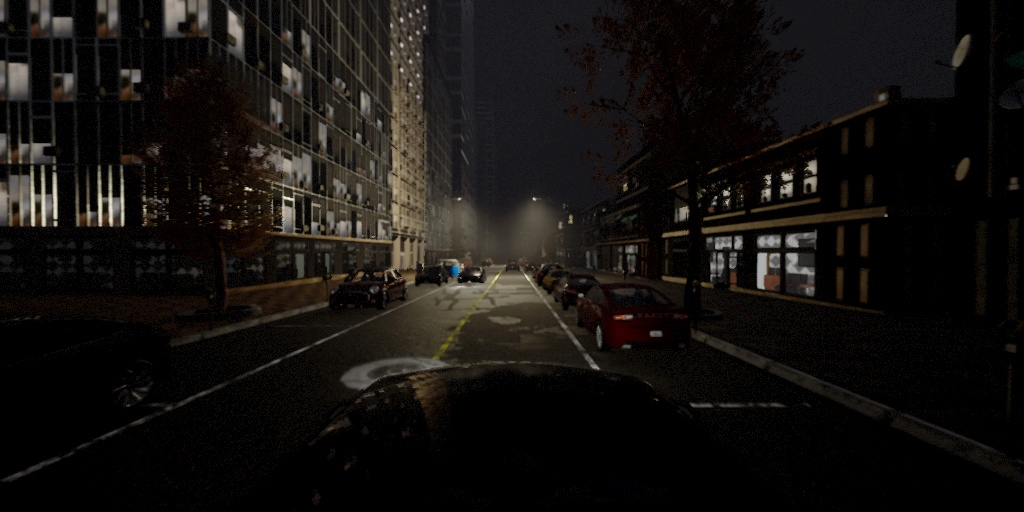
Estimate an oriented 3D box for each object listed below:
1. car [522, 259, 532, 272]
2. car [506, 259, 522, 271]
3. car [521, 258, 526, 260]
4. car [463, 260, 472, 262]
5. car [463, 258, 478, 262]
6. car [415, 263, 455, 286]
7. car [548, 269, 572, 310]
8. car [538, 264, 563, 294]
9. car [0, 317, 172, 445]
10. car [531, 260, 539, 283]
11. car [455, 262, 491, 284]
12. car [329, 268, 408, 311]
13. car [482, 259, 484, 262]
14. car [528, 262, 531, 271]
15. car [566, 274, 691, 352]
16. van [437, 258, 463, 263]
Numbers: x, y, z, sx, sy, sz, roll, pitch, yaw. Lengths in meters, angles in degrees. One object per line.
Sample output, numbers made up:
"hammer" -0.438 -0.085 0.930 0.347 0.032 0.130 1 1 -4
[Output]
"car" 2.689 1.468 48.405 1.948 1.339 4.313 0 0 0
"car" 0.096 1.473 51.260 1.994 1.385 4.181 0 0 0
"car" 2.689 1.361 54.049 1.967 1.591 4.097 0 0 0
"car" -5.675 1.415 37.172 2.007 1.370 4.403 0 0 0
"car" -5.700 1.198 42.816 2.192 1.841 5.009 0 0 0
"car" -5.658 1.393 25.884 1.948 1.339 4.313 0 0 0
"car" 2.690 1.373 14.541 1.802 1.307 4.207 0 0 0
"car" 2.690 1.334 20.355 1.751 1.417 4.829 0 0 0
"car" -5.658 1.321 3.308 1.948 1.339 4.313 0 0 0
"car" 2.689 1.267 25.829 1.967 1.591 4.097 0 0 0
"car" -3.000 1.449 27.954 2.033 1.411 5.357 0 0 0
"car" -5.658 1.231 14.596 1.967 1.591 4.097 0 0 0
"car" -5.692 1.487 54.104 1.948 1.339 4.313 0 0 0
"car" 2.689 1.411 31.473 1.948 1.339 4.313 0 0 0
"car" 2.690 1.318 8.897 1.888 1.381 4.507 0 0 0
"van" -5.662 1.187 31.528 1.690 1.789 3.998 0 0 0
